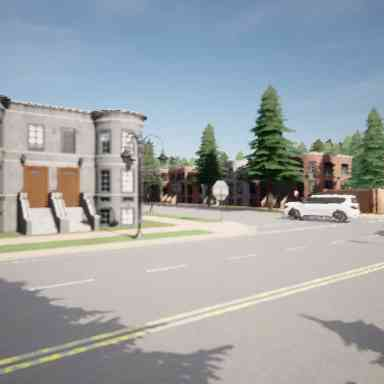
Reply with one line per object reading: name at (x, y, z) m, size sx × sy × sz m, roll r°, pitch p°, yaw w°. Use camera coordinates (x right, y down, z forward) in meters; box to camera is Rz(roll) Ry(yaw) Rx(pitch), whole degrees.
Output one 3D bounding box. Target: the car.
car at (9.954, 1.216, 25.787) m, size 5.566 × 2.045 × 2.150 m, roll 1°, pitch 3°, yaw 33°
